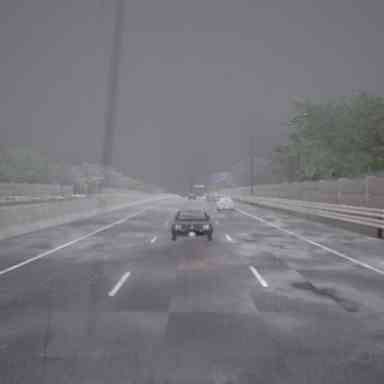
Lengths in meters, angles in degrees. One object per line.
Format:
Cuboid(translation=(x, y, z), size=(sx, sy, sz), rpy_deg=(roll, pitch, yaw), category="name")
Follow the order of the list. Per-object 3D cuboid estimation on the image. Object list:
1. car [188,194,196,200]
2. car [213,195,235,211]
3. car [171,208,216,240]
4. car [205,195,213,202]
Cuboid(translation=(0.017, 1.202, 79.539), size=(1.837, 1.490, 4.892), rpy_deg=(0, 0, 0), category="car")
Cuboid(translation=(3.609, 1.341, 36.728), size=(1.812, 1.442, 4.674), rpy_deg=(0, 0, 0), category="car")
Cuboid(translation=(0.007, 1.544, 16.586), size=(1.895, 1.301, 4.718), rpy_deg=(0, 0, 0), category="car")
Cuboid(translation=(3.614, 1.268, 63.857), size=(2.033, 1.411, 5.357), rpy_deg=(0, 0, 0), category="car")
